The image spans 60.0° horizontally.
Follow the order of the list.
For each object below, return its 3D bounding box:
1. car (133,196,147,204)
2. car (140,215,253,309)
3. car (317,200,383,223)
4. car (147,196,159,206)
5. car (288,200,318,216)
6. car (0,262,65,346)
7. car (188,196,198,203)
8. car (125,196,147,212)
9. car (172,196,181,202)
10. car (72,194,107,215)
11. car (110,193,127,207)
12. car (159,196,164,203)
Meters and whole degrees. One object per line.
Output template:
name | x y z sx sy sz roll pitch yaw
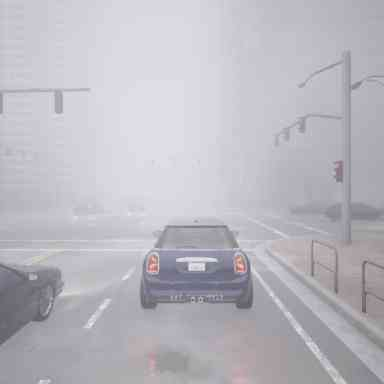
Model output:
car | -10.406 1.502 66.924 1.837 1.490 4.892 0 0 1
car | 0.093 1.352 8.044 2.097 1.767 4.553 0 0 0
car | 12.395 1.504 25.021 4.892 1.490 1.837 0 0 1
car | -7.000 1.563 54.307 1.994 1.385 4.181 0 0 0
car | 11.709 1.526 32.220 4.674 1.442 1.812 0 0 1
car | -3.413 1.547 4.185 2.033 1.411 5.357 0 0 -1
car | 0.213 1.563 68.054 1.994 1.385 4.181 0 0 0
car | -6.406 1.505 38.455 1.837 1.490 4.892 0 0 -9
car | -3.380 1.465 72.275 2.033 1.411 5.357 0 0 0
car | -10.543 1.351 33.924 2.097 1.767 4.553 0 0 0
car | -10.510 1.351 50.724 2.097 1.767 4.553 0 0 0
car | -6.884 1.586 69.776 1.895 1.301 4.718 0 0 0
